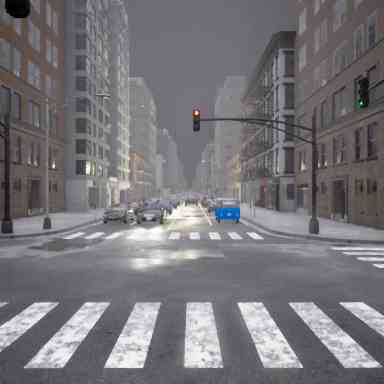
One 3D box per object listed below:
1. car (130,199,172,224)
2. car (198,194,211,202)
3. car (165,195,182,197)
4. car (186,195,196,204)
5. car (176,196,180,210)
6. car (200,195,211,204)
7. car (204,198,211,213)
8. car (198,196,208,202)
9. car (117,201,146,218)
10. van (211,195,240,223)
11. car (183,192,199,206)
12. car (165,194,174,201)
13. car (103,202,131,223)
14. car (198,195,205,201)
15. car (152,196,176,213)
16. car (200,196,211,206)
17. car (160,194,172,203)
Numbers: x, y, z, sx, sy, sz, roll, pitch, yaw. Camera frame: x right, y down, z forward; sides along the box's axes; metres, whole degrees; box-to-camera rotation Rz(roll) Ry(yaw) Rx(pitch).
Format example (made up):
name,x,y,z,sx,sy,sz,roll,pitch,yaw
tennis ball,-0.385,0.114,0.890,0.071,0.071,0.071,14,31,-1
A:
name,x,y,z,sx,sy,sz,roll,pitch,yaw
car,-2.882,1.491,24.504,2.128,1.511,4.902,0,0,-1
car,2.541,1.306,53.381,2.192,1.841,5.009,0,0,0
car,-2.902,1.555,53.195,1.994,1.385,4.181,0,0,1
car,-0.118,1.460,65.102,1.882,1.535,5.008,0,0,0
car,-2.925,1.560,43.173,1.994,1.385,4.181,0,0,0
car,2.520,1.422,64.744,1.967,1.590,4.097,0,0,0
car,2.571,1.580,36.337,1.802,1.307,4.206,0,0,0
car,2.500,1.525,76.106,2.008,1.369,4.403,0,0,0
car,-5.444,1.543,30.633,1.887,1.381,4.507,0,0,0
van,2.591,1.340,24.975,1.690,1.788,3.998,0,0,0
car,-0.100,1.341,55.069,2.097,1.767,4.553,0,0,0
car,-5.535,1.410,81.770,1.967,1.590,4.097,0,0,0
car,-5.434,1.550,24.952,2.008,1.369,4.403,0,0,0
car,2.480,1.532,87.469,1.947,1.339,4.313,0,0,0
car,-2.912,1.476,33.947,1.882,1.535,5.008,0,0,0
car,2.551,1.577,47.700,1.802,1.307,4.206,0,0,0
car,-5.515,1.293,70.406,2.192,1.841,5.009,0,0,0
